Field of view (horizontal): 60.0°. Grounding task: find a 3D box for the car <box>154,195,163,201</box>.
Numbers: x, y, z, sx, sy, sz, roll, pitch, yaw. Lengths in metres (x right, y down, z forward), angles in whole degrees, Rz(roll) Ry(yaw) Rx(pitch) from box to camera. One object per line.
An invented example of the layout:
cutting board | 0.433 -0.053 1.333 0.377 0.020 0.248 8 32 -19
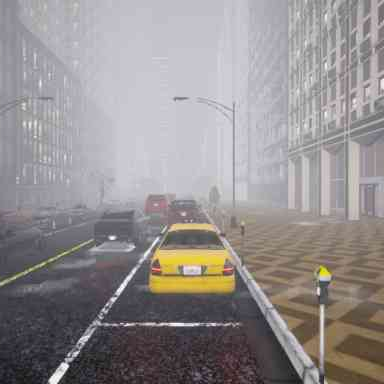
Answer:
car | -8.844 1.545 88.876 1.947 1.339 4.313 -1 0 0

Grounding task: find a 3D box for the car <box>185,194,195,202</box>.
car | -0.465 1.298 77.509 2.192 1.841 5.009 -1 0 0

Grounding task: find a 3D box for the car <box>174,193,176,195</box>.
car | -3.044 1.212 47.119 2.150 2.045 5.566 0 0 0

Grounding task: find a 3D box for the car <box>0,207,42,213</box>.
car | -8.843 1.542 14.989 1.887 1.381 4.507 -1 0 0

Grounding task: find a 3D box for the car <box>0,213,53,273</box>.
car | -6.247 1.562 10.283 1.994 1.385 4.181 0 0 0

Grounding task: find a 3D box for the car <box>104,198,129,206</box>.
car | -8.844 1.544 37.723 2.008 1.369 4.403 -1 0 0

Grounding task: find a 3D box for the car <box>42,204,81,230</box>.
car | -8.844 1.547 20.672 2.008 1.369 4.403 -1 0 0

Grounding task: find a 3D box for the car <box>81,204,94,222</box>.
car | -8.843 1.577 26.356 1.802 1.307 4.206 -1 0 0

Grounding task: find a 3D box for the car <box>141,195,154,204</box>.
car | -8.845 1.426 66.141 1.967 1.590 4.097 -1 0 0

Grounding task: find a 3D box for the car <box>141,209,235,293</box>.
car | 0.004 1.455 8.841 1.801 1.575 5.366 0 0 0

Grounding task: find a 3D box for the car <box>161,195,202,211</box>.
car | -0.465 1.311 20.672 2.192 1.841 5.009 -1 0 0

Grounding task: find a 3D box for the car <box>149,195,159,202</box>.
car | -8.843 1.508 77.339 1.752 1.417 4.829 -1 0 0

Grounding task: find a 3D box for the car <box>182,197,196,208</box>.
car | -0.463 1.541 49.090 2.008 1.369 4.403 -1 0 0

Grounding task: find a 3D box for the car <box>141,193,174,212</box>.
car | -3.157 1.215 31.724 2.150 2.045 5.566 0 0 0

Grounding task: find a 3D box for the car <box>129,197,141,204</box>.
car | -8.843 1.541 49.090 2.008 1.369 4.403 -1 0 0

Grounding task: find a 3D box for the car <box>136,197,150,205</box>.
car | -8.843 1.569 60.458 1.802 1.307 4.206 -1 0 0

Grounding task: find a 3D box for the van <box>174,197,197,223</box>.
van | -0.465 1.336 26.356 1.690 1.788 3.998 -1 0 0

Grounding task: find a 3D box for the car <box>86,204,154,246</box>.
car | -3.045 1.501 15.147 1.837 1.490 4.892 0 0 0
